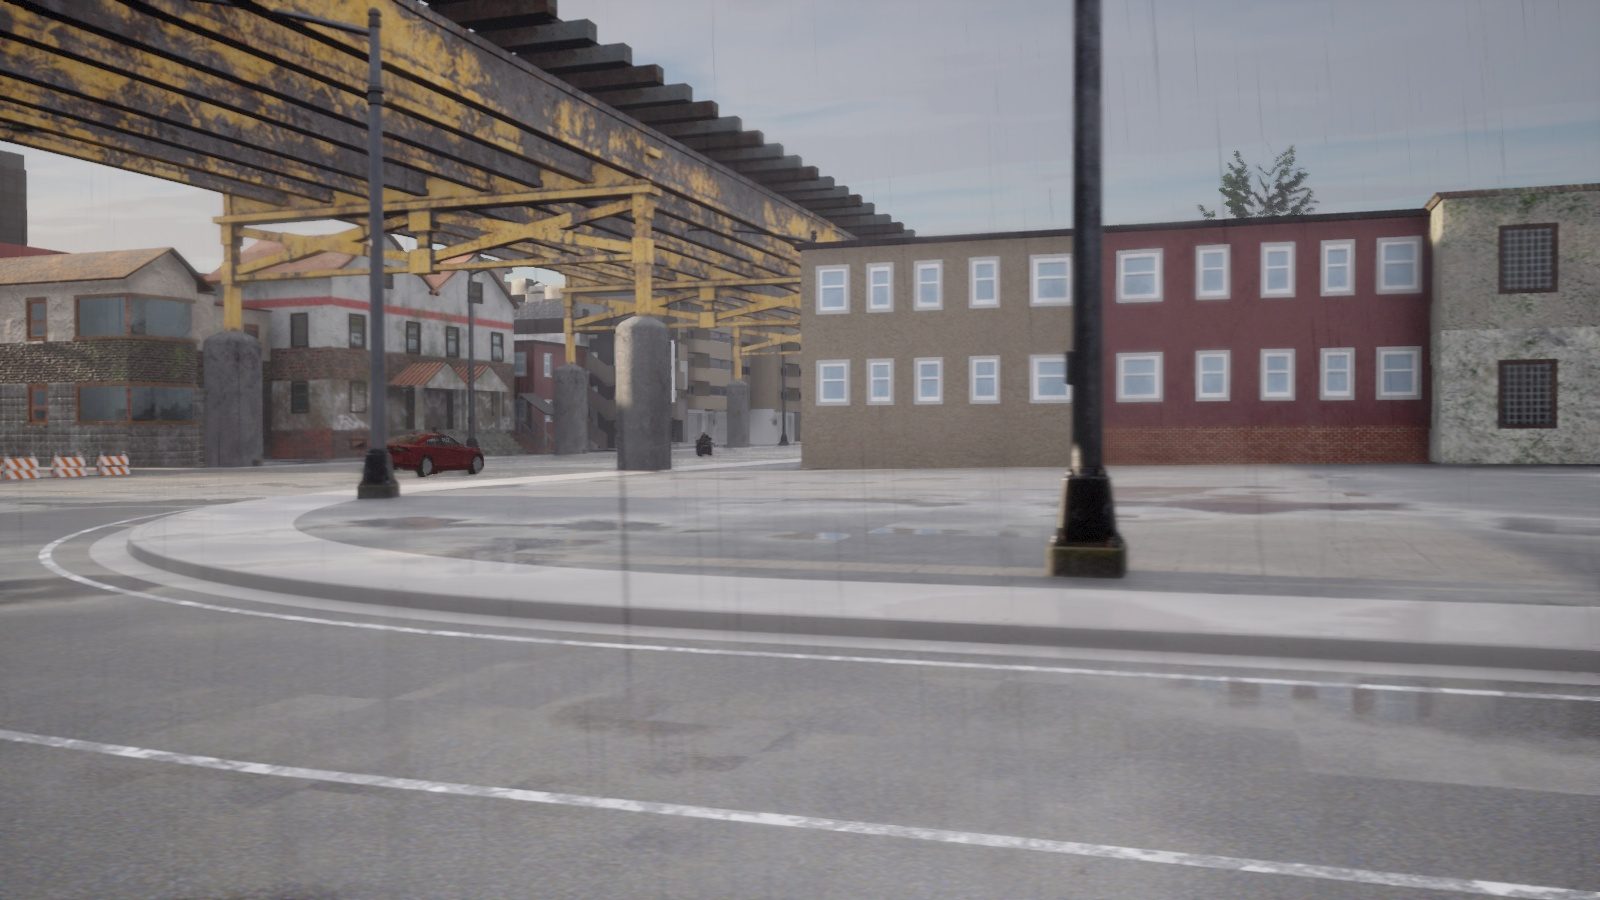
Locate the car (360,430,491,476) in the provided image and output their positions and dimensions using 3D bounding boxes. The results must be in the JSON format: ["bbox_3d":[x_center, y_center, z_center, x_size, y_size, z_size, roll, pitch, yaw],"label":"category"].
[{"bbox_3d":[-13.169,0.048,44.562,1.882,1.535,5.008,1,1,19],"label":"car"}]

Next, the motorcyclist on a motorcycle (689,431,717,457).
[{"bbox_3d":[-5.874,-0.370,76.328,0.866,1.530,2.191,1,1,19],"label":"motorcyclist on a motorcycle"}]
